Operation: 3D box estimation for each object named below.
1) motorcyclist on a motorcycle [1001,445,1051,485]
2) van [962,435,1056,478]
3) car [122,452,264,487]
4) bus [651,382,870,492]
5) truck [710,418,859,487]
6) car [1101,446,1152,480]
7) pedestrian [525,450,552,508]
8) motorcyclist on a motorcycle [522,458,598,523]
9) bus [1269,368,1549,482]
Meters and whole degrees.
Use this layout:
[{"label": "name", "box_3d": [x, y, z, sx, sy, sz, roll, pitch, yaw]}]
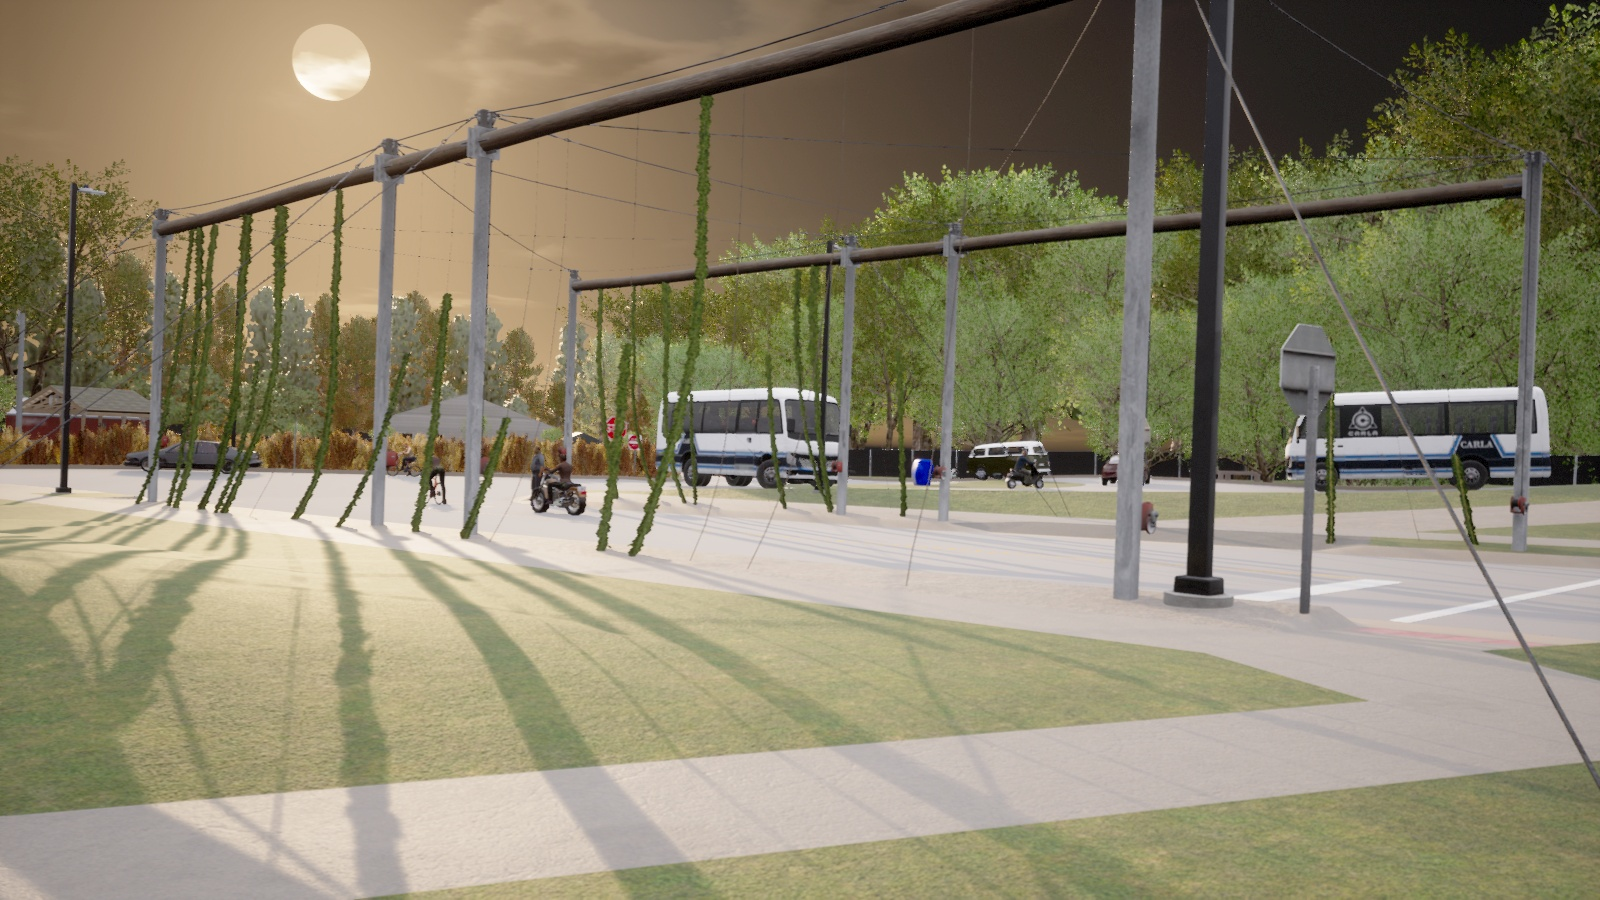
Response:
[{"label": "motorcyclist on a motorcycle", "box_3d": [9.269, 0.613, 51.528, 1.817, 1.590, 0.866, -1, 0, -21]}, {"label": "van", "box_3d": [11.347, 0.356, 68.355, 4.480, 2.038, 2.069, -4, -2, 43]}, {"label": "car", "box_3d": [-26.245, 0.849, 54.540, 5.357, 1.411, 2.033, 1, 1, -20]}, {"label": "bus", "box_3d": [-1.942, -0.442, 53.944, 3.944, 4.253, 10.273, 2, -1, -39]}, {"label": "truck", "box_3d": [-0.735, 0.140, 66.870, 7.936, 3.462, 2.891, 0, -1, -41]}, {"label": "car", "box_3d": [15.182, 0.568, 58.304, 1.812, 1.442, 4.674, -1, 0, 20]}, {"label": "pedestrian", "box_3d": [-8.515, 0.945, 40.859, 0.694, 1.848, 0.540, 1, 0, -35]}, {"label": "motorcyclist on a motorcycle", "box_3d": [-6.334, 1.042, 33.099, 2.350, 1.649, 0.766, -1, -1, 45]}, {"label": "bus", "box_3d": [25.703, -0.943, 53.743, 10.273, 4.253, 3.944, -2, -1, 23]}]
